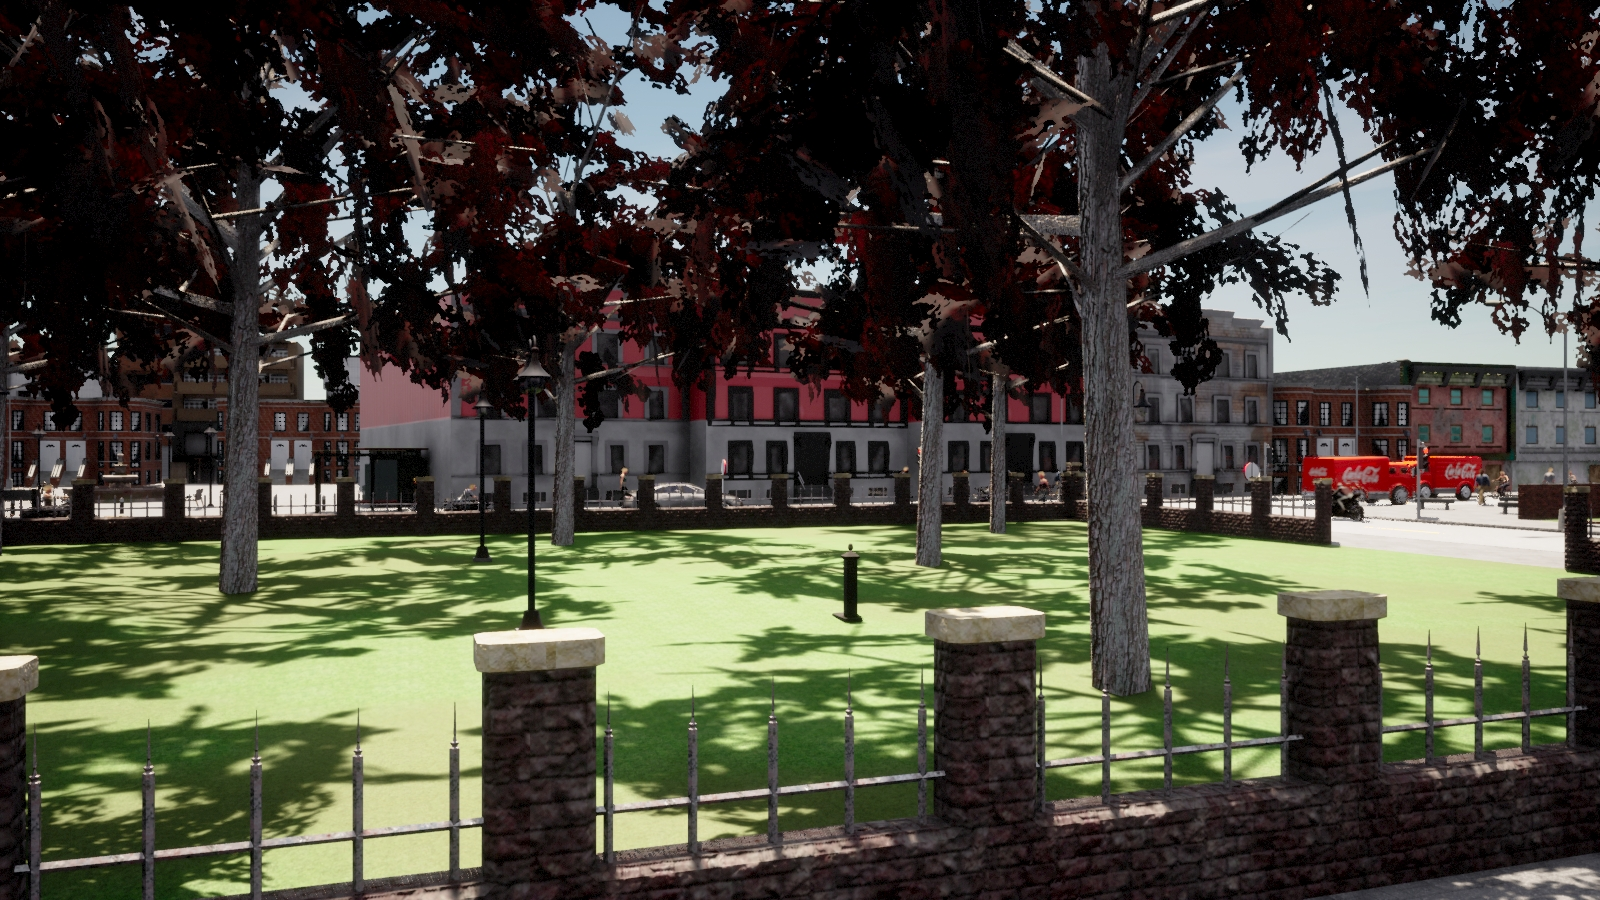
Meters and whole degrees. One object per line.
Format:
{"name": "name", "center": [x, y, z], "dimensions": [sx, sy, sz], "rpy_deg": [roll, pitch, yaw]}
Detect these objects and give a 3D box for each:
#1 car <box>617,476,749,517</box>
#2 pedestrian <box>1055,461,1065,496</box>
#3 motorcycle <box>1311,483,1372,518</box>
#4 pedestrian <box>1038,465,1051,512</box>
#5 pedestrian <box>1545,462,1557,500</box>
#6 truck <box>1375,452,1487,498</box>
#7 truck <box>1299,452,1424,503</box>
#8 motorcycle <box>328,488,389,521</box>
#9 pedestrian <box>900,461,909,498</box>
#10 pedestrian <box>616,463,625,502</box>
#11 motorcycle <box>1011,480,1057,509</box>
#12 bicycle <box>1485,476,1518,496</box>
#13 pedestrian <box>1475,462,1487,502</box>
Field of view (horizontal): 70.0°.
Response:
{"name": "car", "center": [-4.677, 1.827, 45.707], "dimensions": [4.902, 1.511, 2.128], "rpy_deg": [0, 0, -19]}
{"name": "pedestrian", "center": [14.042, 1.524, 61.703], "dimensions": [0.375, 1.860, 0.375], "rpy_deg": [0, 0, -22]}
{"name": "motorcycle", "center": [21.442, 1.985, 45.280], "dimensions": [0.867, 1.251, 2.209], "rpy_deg": [0, 0, -20]}
{"name": "pedestrian", "center": [9.685, 1.525, 45.325], "dimensions": [0.375, 1.860, 0.375], "rpy_deg": [0, 0, -16]}
{"name": "pedestrian", "center": [36.814, 1.515, 56.016], "dimensions": [0.375, 1.860, 0.375], "rpy_deg": [0, 0, -29]}
{"name": "truck", "center": [35.004, 1.348, 63.458], "dimensions": [5.204, 2.467, 2.627], "rpy_deg": [0, 0, -19]}
{"name": "truck", "center": [28.147, 1.350, 57.351], "dimensions": [5.204, 2.467, 2.627], "rpy_deg": [0, 0, -16]}
{"name": "motorcycle", "center": [-16.141, 1.993, 41.810], "dimensions": [2.033, 1.145, 0.803], "rpy_deg": [0, 0, -19]}
{"name": "pedestrian", "center": [5.368, 1.523, 58.798], "dimensions": [0.375, 1.860, 0.375], "rpy_deg": [0, 0, -16]}
{"name": "pedestrian", "center": [-8.454, 1.524, 53.880], "dimensions": [0.375, 1.860, 0.375], "rpy_deg": [0, 0, -17]}
{"name": "motorcycle", "center": [10.413, 1.962, 50.790], "dimensions": [1.805, 1.236, 0.856], "rpy_deg": [0, 0, -20]}
{"name": "bicycle", "center": [40.060, 2.036, 65.248], "dimensions": [1.487, 1.080, 0.859], "rpy_deg": [0, 0, -18]}
{"name": "pedestrian", "center": [32.364, 1.517, 54.265], "dimensions": [0.375, 1.860, 0.375], "rpy_deg": [0, 0, -38]}
